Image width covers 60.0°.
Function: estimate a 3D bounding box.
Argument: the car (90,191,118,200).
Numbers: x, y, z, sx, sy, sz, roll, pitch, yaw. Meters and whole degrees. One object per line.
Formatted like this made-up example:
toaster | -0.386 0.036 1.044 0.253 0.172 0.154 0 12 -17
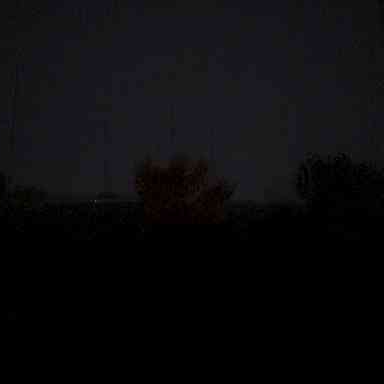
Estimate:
car | -14.386 0.609 54.519 1.837 1.490 4.892 1 0 36
